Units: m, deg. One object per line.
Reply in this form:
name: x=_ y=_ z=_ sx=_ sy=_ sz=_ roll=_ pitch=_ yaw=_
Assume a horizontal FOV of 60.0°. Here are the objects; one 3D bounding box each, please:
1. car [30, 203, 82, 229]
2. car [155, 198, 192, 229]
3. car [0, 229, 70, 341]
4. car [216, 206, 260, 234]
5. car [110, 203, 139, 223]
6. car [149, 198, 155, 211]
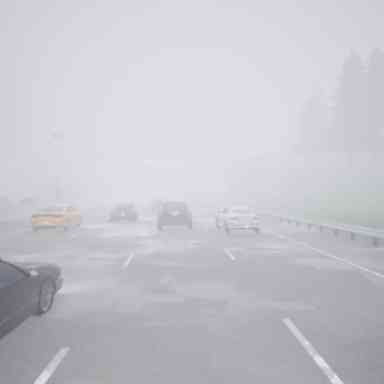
car: x=-8.078 y=1.489 z=20.264 sx=1.882 sy=1.535 sz=5.008 roll=0 pitch=0 yaw=-6
car: x=-1.205 y=1.349 z=21.681 sx=2.097 sy=1.767 sz=4.553 roll=0 pitch=0 yaw=-6
car: x=-3.514 y=1.553 z=4.441 sx=2.033 sy=1.411 sz=5.357 roll=0 pitch=0 yaw=-2
car: x=2.566 y=1.515 z=19.228 sx=1.812 sy=1.442 sz=4.674 roll=0 pitch=0 yaw=-5
car: x=-5.223 y=1.568 z=25.910 sx=1.994 sy=1.385 sz=4.181 roll=0 pitch=0 yaw=-7
car: x=-4.061 y=1.502 z=40.330 sx=1.837 sy=1.490 sz=4.892 roll=0 pitch=0 yaw=-11
